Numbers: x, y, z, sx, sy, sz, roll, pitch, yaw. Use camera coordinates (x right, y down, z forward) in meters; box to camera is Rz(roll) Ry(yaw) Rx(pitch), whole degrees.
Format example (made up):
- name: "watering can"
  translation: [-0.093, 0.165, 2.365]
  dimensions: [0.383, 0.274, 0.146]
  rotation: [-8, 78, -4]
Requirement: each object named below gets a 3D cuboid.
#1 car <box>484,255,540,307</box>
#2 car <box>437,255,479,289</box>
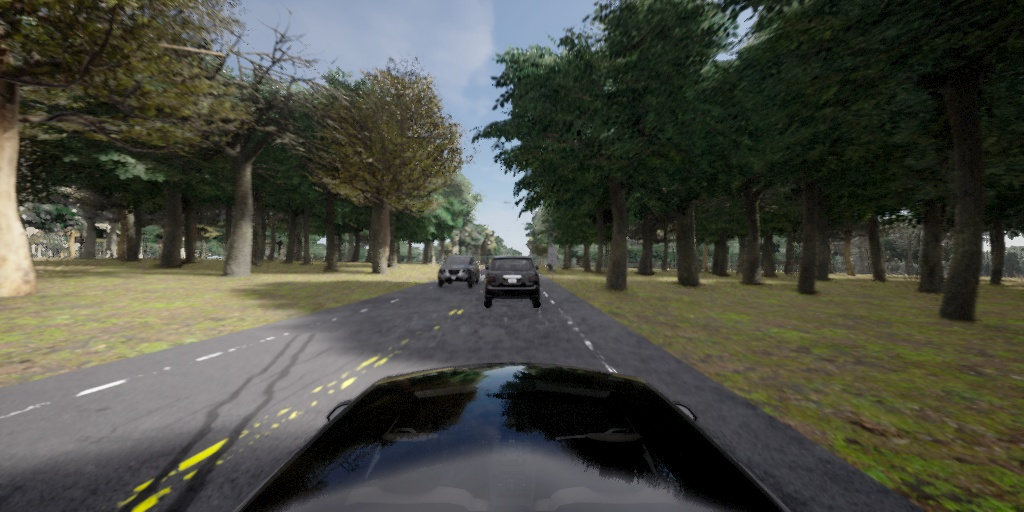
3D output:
- name: "car"
  translation: [0.021, 0.996, 15.718]
  dimensions: [2.150, 2.045, 5.566]
  rotation: [0, 0, 0]
- name: "car"
  translation: [-3.450, 0.940, 24.066]
  dimensions: [2.150, 2.045, 5.566]
  rotation: [0, 0, 0]
